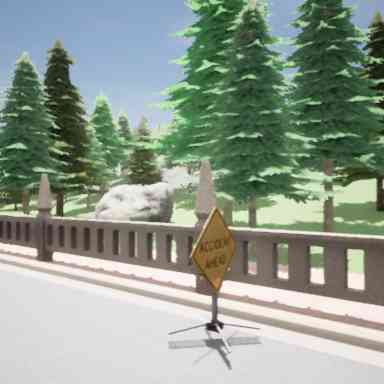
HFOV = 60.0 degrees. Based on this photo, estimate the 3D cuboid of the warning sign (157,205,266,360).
[{"bbox_3d":[0.328,1.142,4.926,1.060,1.860,1.300,-1,0,36],"label":"warning sign"}]
